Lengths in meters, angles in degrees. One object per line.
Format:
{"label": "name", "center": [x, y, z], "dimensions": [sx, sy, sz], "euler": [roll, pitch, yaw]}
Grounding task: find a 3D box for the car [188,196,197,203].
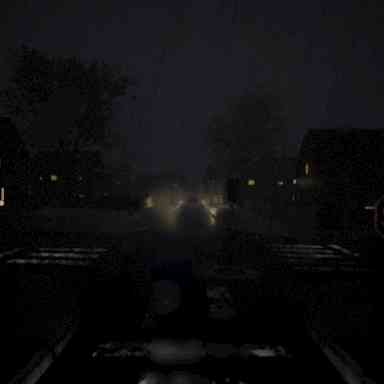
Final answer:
{"label": "car", "center": [0.119, 1.526, 69.010], "dimensions": [1.882, 1.535, 5.008], "euler": [0, -1, 0]}
